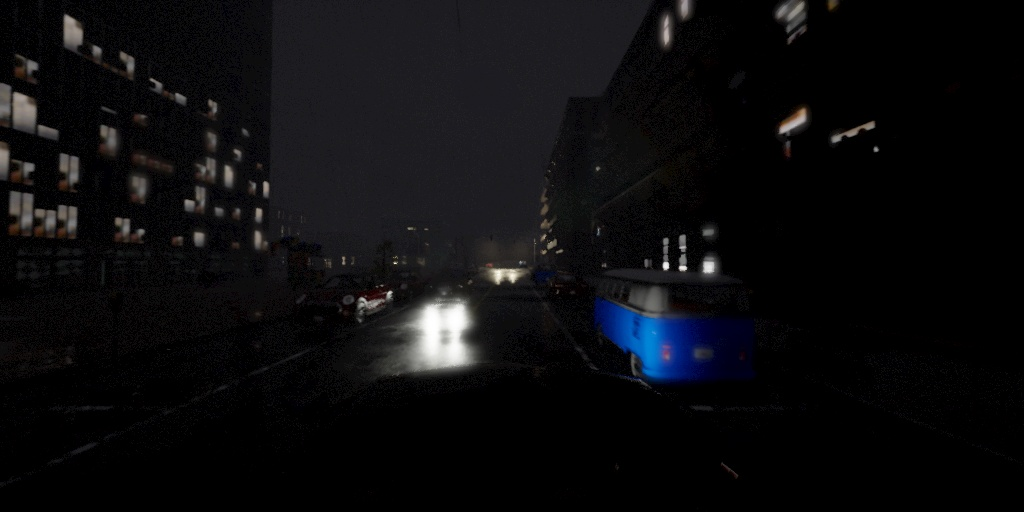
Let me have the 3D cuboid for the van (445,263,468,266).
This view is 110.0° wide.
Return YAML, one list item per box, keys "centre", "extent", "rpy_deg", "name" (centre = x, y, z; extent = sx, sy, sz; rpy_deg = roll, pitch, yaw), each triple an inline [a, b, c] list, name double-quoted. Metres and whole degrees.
- centre: [-5.668, 1.530, 35.066]
  extent: [1.690, 1.789, 3.998]
  rpy_deg: [0, 0, 0]
  name: "van"

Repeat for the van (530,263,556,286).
- centre: [2.682, 1.458, 29.457]
  extent: [1.690, 1.789, 3.998]
  rpy_deg: [0, 0, 0]
  name: "van"

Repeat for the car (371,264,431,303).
- centre: [-5.662, 1.410, 18.131]
  extent: [1.967, 1.591, 4.097]
  rpy_deg: [0, 0, 0]
  name: "car"

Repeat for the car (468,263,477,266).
- centre: [-5.672, 1.771, 46.358]
  extent: [1.967, 1.591, 4.097]
  rpy_deg: [0, 0, 0]
  name: "car"

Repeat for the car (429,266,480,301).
- centre: [-3.106, 1.472, 18.875]
  extent: [2.128, 1.511, 4.902]
  rpy_deg: [0, -1, 0]
  name: "car"

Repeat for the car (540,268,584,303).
- centre: [2.687, 1.516, 18.167]
  extent: [1.888, 1.381, 4.507]
  rpy_deg: [0, 0, 0]
  name: "car"

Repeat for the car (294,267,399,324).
- centre: [-5.665, 1.335, 12.485]
  extent: [1.967, 1.591, 4.097]
  rpy_deg: [0, 0, 0]
  name: "car"

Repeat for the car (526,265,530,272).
- centre: [2.680, 1.755, 35.103]
  extent: [1.948, 1.339, 4.313]
  rpy_deg: [0, 0, 0]
  name: "car"

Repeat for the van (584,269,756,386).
- centre: [2.691, 1.161, 6.873]
  extent: [1.690, 1.789, 3.998]
  rpy_deg: [0, 0, 0]
  name: "van"
